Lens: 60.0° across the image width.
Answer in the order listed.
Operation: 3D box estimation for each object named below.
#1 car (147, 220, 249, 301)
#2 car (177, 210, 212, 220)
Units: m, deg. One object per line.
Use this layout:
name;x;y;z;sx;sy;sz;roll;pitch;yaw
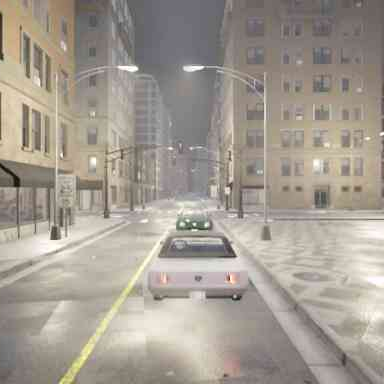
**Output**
car;0.113;1.614;8.320;1.895;1.301;4.718;0;0;0
car;0.129;1.629;18.555;1.895;1.301;4.718;0;0;0
